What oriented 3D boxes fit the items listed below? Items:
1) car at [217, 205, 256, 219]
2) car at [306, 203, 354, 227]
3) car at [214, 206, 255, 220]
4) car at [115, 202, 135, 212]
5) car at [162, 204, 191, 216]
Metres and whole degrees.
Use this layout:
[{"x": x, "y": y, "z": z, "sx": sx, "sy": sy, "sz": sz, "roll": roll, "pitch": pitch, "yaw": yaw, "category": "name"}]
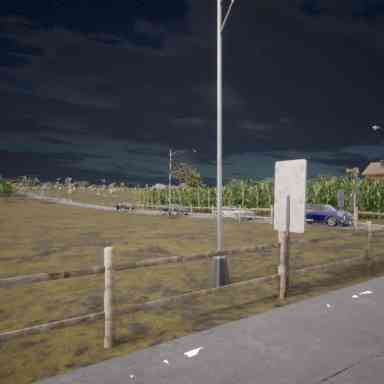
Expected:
[{"x": 4.919, "y": 2.254, "z": 37.506, "sx": 1.994, "sy": 1.385, "sz": 4.181, "roll": 3, "pitch": -3, "yaw": -35, "category": "car"}, {"x": 9.948, "y": 1.667, "z": 25.497, "sx": 2.097, "sy": 1.767, "sz": 4.553, "roll": 3, "pitch": -3, "yaw": -37, "category": "car"}, {"x": 4.119, "y": 2.125, "z": 33.558, "sx": 1.895, "sy": 1.301, "sz": 4.718, "roll": 3, "pitch": -3, "yaw": -35, "category": "car"}, {"x": -11.185, "y": 2.420, "z": 55.224, "sx": 1.882, "sy": 1.535, "sz": 5.008, "roll": 3, "pitch": -2, "yaw": -35, "category": "car"}, {"x": -2.082, "y": 2.246, "z": 42.285, "sx": 1.837, "sy": 1.490, "sz": 4.892, "roll": 3, "pitch": -3, "yaw": -35, "category": "car"}]
